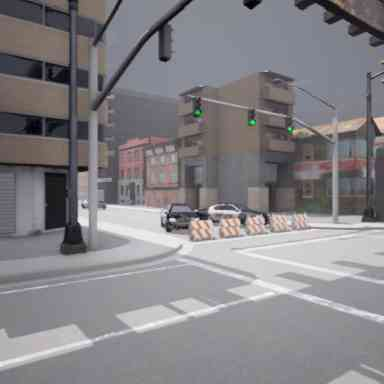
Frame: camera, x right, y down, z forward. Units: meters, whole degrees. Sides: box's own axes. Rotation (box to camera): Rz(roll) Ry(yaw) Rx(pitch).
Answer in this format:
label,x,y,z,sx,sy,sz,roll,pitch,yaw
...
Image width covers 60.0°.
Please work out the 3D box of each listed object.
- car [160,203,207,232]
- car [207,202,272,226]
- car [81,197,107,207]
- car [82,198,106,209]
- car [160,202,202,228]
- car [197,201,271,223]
label,x,y,z,sx,sy,sz,roll,pitch,yaw
car,-0.771,1.452,20.026,2.038,1.542,4.974,0,0,-11
car,2.802,1.452,22.179,4.974,1.542,2.038,0,0,34
car,-12.899,1.294,43.714,1.853,1.218,4.536,0,0,-36
car,-12.869,1.451,43.672,2.038,1.542,4.974,0,0,-36
car,-0.780,1.294,20.077,1.853,1.218,4.536,0,0,-11
car,2.759,1.294,22.209,4.536,1.218,1.853,0,0,34
